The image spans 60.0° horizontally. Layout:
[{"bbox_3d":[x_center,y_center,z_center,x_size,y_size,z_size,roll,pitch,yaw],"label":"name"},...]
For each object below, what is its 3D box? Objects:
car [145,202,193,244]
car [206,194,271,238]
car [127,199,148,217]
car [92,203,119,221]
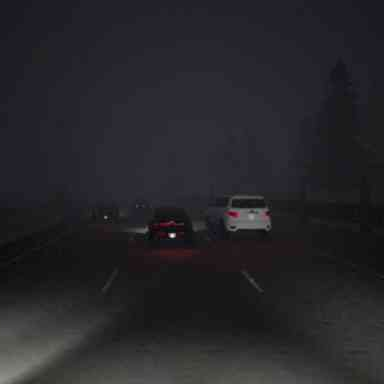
[{"bbox_3d":[-1.109,1.426,15.408,1.837,1.490,4.892,0,0,-8],"label":"car"},{"bbox_3d":[2.199,1.132,17.195,2.150,2.045,5.566,0,0,-9],"label":"car"},{"bbox_3d":[-5.394,1.374,34.037,2.033,1.411,5.357,0,0,-18],"label":"car"},{"bbox_3d":[-6.615,1.471,25.570,1.895,1.301,4.718,0,0,-14],"label":"car"}]
